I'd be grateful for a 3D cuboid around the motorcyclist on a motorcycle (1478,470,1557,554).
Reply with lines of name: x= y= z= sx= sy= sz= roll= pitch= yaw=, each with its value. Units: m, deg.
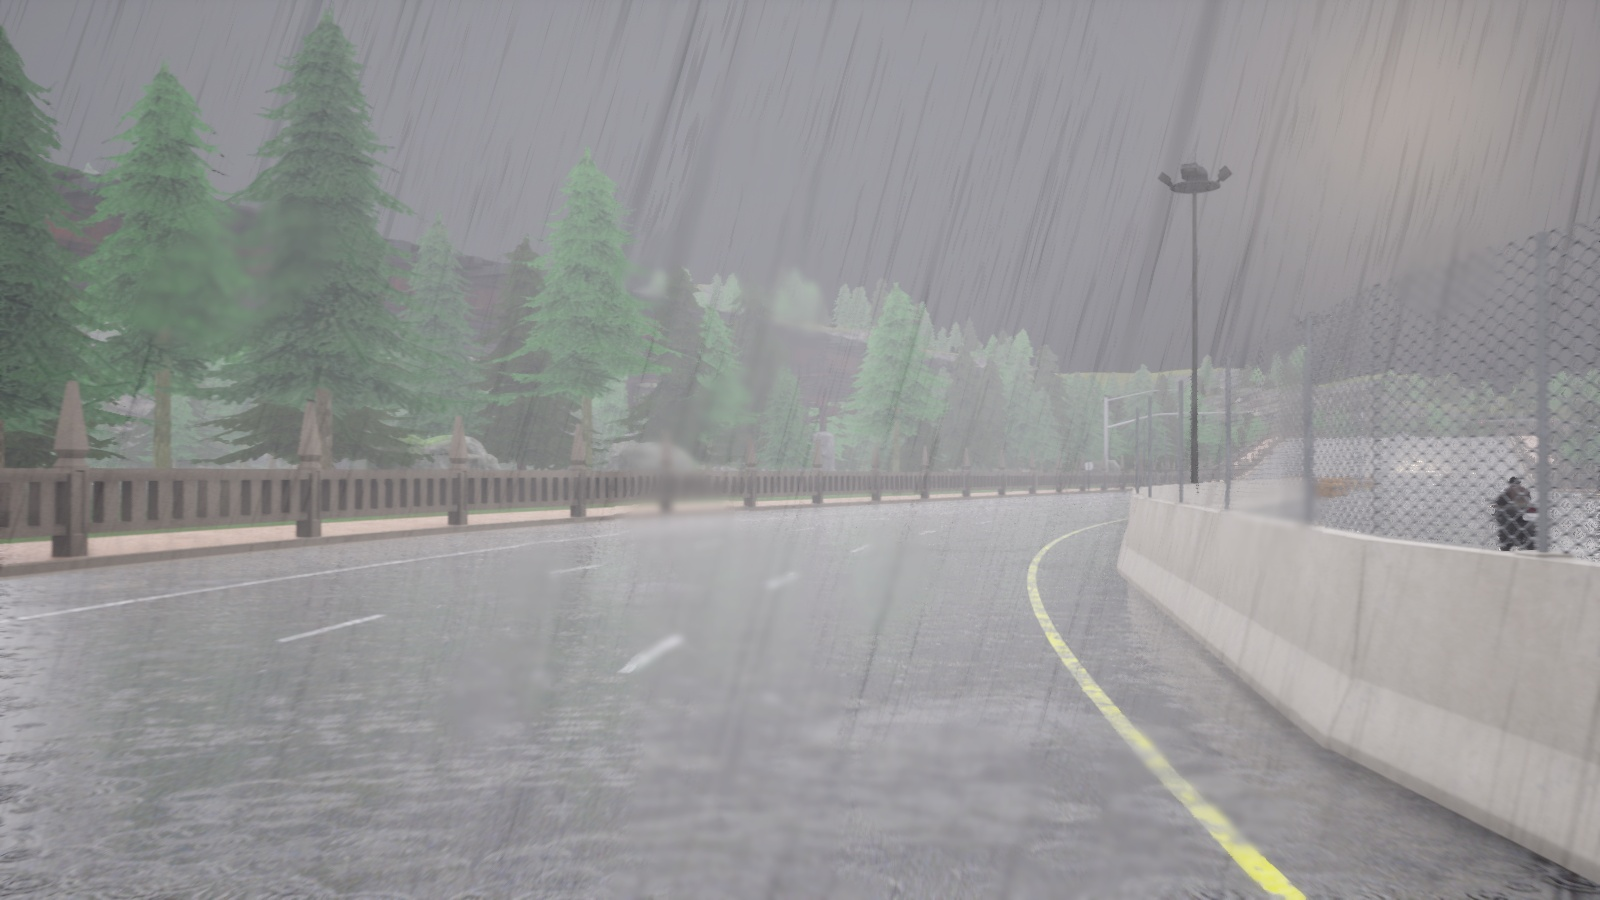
motorcyclist on a motorcycle: x=13.636 y=1.151 z=23.934 sx=0.797 sy=1.523 sz=2.044 roll=0 pitch=-1 yaw=15
